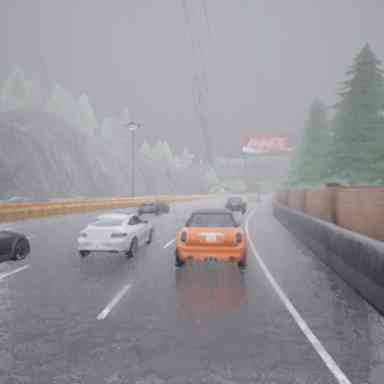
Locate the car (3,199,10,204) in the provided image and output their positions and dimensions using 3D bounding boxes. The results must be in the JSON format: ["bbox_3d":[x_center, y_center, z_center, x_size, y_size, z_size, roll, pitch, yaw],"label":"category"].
[{"bbox_3d":[-24.944,1.332,47.887,1.812,1.442,4.674,0,0,13],"label":"car"}]

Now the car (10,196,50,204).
[{"bbox_3d":[-21.828,1.371,45.871,2.033,1.411,5.357,0,0,13],"label":"car"}]

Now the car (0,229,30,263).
[{"bbox_3d":[-6.474,1.519,9.409,1.994,1.385,4.181,0,0,4],"label":"car"}]

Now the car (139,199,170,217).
[{"bbox_3d":[-3.433,1.423,30.906,2.128,1.511,4.902,0,0,12],"label":"car"}]

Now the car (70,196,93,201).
[{"bbox_3d":[-16.971,1.362,51.211,1.812,1.442,4.674,0,0,14],"label":"car"}]

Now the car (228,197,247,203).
[{"bbox_3d":[4.718,1.312,35.421,2.097,1.767,4.553,0,0,13],"label":"car"}]

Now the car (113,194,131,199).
[{"bbox_3d":[-11.981,1.199,57.031,2.097,1.767,4.553,0,0,13],"label":"car"}]

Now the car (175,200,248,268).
[{"bbox_3d":[0.703,1.335,11.481,2.097,1.767,4.553,0,0,4],"label":"car"}]

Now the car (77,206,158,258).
[{"bbox_3d":[-2.725,1.492,12.576,1.812,1.442,4.674,0,0,5],"label":"car"}]
